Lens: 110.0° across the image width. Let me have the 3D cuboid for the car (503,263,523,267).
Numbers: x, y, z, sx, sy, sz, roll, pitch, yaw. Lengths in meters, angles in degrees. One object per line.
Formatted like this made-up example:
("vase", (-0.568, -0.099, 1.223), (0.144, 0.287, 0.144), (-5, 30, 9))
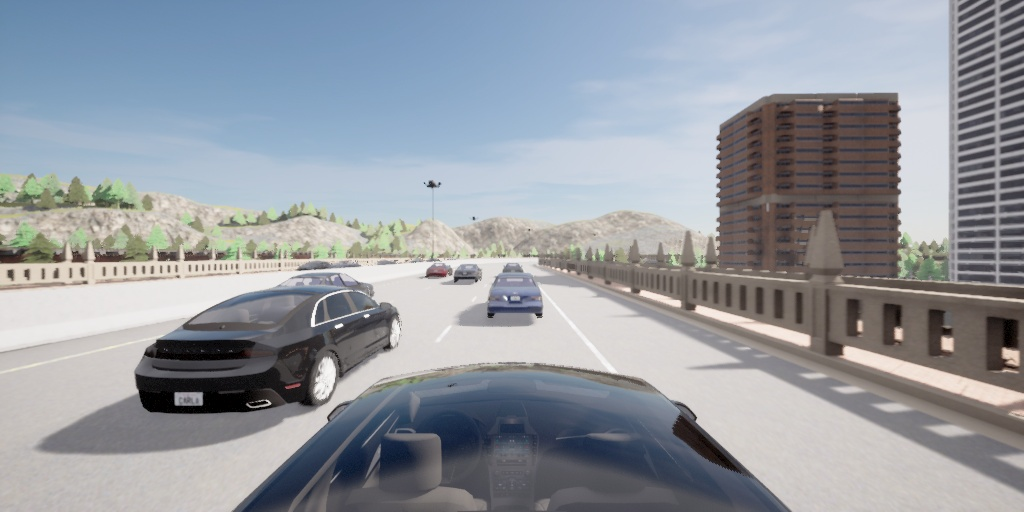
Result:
("car", (0.090, 1.323, 34.419), (1.994, 1.385, 4.181), (0, 0, 0))

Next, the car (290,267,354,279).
("car", (-6.903, 1.300, 13.230), (2.033, 1.411, 5.357), (0, 0, 0))

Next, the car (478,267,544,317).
("car", (0.096, 1.301, 13.101), (2.033, 1.411, 5.357), (0, 0, 0))

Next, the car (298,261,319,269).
("car", (-21.099, 1.265, 38.674), (1.837, 1.490, 4.892), (0, 0, 0))

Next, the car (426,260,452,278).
("car", (-6.909, 1.323, 34.489), (1.994, 1.385, 4.181), (0, 0, 0))

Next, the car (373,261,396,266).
("car", (-14.098, 1.265, 39.916), (1.837, 1.490, 4.892), (0, 0, 0))

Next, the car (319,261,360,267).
("car", (-17.602, 1.252, 37.558), (2.128, 1.511, 4.902), (0, 0, 0))

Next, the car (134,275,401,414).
("car", (-3.401, 1.256, 6.194), (1.837, 1.490, 4.892), (0, 0, 0))

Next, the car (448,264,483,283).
("car", (-3.408, 1.305, 28.356), (2.033, 1.411, 5.357), (0, 0, 0))
